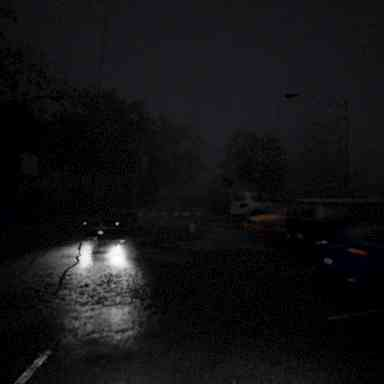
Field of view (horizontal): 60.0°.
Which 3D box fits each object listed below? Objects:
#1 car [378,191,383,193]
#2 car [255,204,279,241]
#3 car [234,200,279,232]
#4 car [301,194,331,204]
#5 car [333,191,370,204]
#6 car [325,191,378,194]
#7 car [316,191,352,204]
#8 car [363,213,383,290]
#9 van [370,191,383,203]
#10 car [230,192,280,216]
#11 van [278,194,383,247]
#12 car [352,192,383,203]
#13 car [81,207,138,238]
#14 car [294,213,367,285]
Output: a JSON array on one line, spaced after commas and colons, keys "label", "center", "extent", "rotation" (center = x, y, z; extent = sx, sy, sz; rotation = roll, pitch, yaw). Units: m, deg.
[{"label": "car", "center": [24.219, 0.966, 39.513], "extent": [2.435, 2.045, 5.566], "rotation": [-1, 1, -21]}, {"label": "car", "center": [5.377, 1.423, 14.285], "extent": [4.674, 1.452, 2.002], "rotation": [1, 1, -20]}, {"label": "car", "center": [5.193, 1.357, 17.226], "extent": [5.366, 1.575, 1.946], "rotation": [1, 1, -20]}, {"label": "car", "center": [20.929, 1.132, 56.378], "extent": [2.163, 1.488, 4.792], "rotation": [0, 0, -21]}, {"label": "car", "center": [27.012, 0.853, 56.498], "extent": [2.435, 2.045, 5.566], "rotation": [0, -1, -22]}, {"label": "car", "center": [18.338, 0.965, 39.315], "extent": [2.435, 2.045, 5.566], "rotation": [0, 1, -21]}, {"label": "car", "center": [23.952, 0.852, 56.460], "extent": [2.435, 2.045, 5.566], "rotation": [0, 0, -21]}, {"label": "car", "center": [5.404, 1.321, 5.278], "extent": [4.553, 1.767, 2.185], "rotation": [1, 1, -20]}, {"label": "van", "center": [32.988, 0.881, 56.781], "extent": [1.878, 1.987, 4.442], "rotation": [0, 0, -22]}, {"label": "car", "center": [5.380, 1.068, 23.317], "extent": [5.566, 2.045, 2.435], "rotation": [1, 0, -20]}, {"label": "van", "center": [5.484, 1.179, 11.326], "extent": [4.442, 1.987, 1.878], "rotation": [1, 0, -20]}, {"label": "car", "center": [30.008, 0.980, 56.629], "extent": [2.185, 1.767, 4.553], "rotation": [0, -1, -22]}, {"label": "car", "center": [-4.044, 1.479, 16.975], "extent": [1.895, 1.301, 4.718], "rotation": [0, 0, 0]}, {"label": "car", "center": [5.365, 1.425, 8.282], "extent": [5.008, 1.535, 2.097], "rotation": [1, 0, -20]}]
